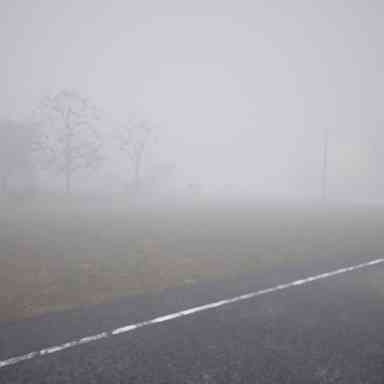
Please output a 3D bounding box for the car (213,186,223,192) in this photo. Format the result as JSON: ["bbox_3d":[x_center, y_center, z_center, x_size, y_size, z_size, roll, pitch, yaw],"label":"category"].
[{"bbox_3d":[6.836,-0.771,79.508,1.994,1.385,4.181,1,2,-38],"label":"car"}]

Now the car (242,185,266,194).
[{"bbox_3d":[13.176,-0.587,71.264,2.150,2.045,5.566,1,2,-38],"label":"car"}]
